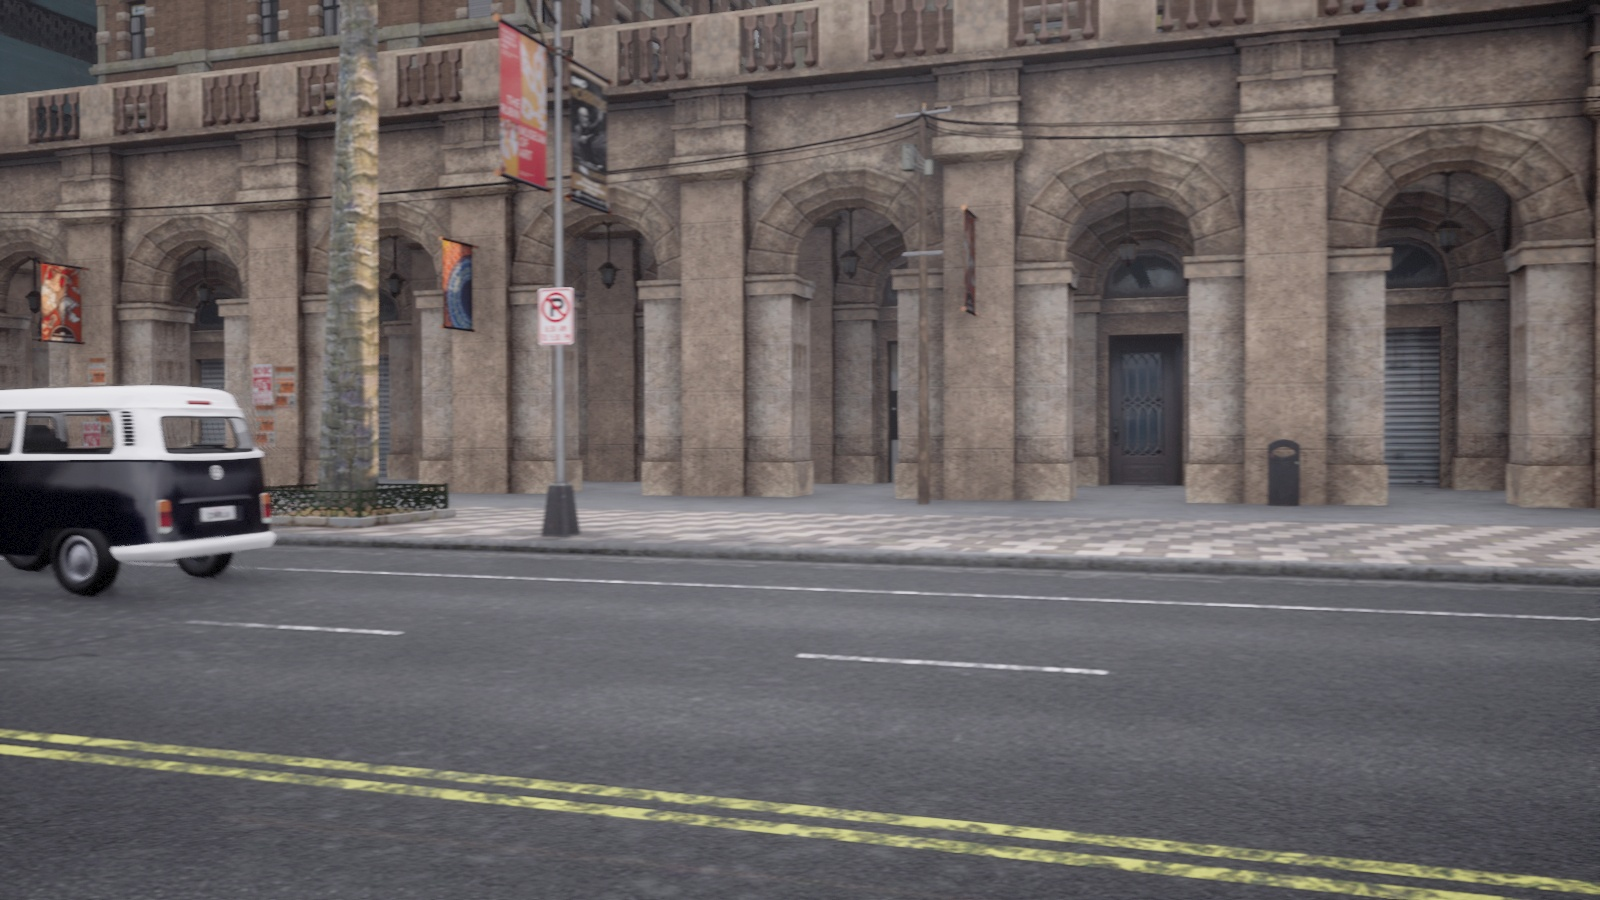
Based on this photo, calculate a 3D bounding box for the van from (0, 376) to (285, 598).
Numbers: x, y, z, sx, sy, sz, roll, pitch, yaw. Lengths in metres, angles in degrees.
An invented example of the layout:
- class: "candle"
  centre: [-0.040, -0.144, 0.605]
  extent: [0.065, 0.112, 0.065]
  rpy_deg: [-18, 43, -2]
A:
- class: "van"
  centre: [-7.982, 0.308, 13.193]
  extent: [4.480, 2.038, 2.069]
  rpy_deg: [1, 1, 18]
